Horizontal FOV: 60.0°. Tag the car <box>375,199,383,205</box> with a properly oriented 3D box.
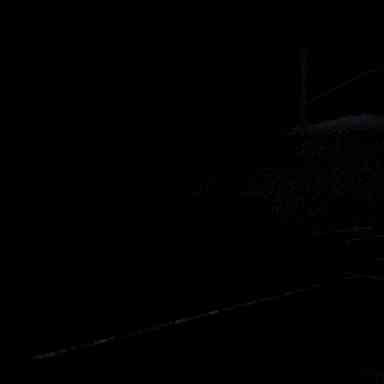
[{"bbox_3d":[42.760,2.211,73.097,1.970,1.475,3.806,1,0,-36],"label":"car"}]

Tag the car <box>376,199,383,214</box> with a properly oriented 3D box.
[{"bbox_3d":[22.744,1.500,36.351,1.905,1.878,3.866,1,0,-36],"label":"car"}]

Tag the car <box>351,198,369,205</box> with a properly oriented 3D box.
[{"bbox_3d":[40.839,2.232,80.859,1.845,1.501,3.633,1,0,-36],"label":"car"}]

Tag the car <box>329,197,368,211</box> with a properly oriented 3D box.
[{"bbox_3d":[20.810,1.556,44.655,1.932,1.855,4.605,1,0,-36],"label":"car"}]

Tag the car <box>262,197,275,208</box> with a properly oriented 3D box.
[{"bbox_3d":[9.324,1.683,48.717,2.007,1.523,4.514,1,0,-36],"label":"car"}]

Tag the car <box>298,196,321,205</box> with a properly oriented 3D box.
[{"bbox_3d":[23.570,1.706,68.074,1.905,1.878,3.866,1,0,-36],"label":"car"}]

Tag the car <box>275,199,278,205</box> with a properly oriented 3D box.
[{"bbox_3d":[13.191,1.646,60.592,2.152,1.636,5.027,1,0,-36],"label":"car"}]

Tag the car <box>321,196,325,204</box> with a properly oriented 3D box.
[{"bbox_3d":[25.686,1.757,70.107,1.932,1.855,4.605,1,0,-36],"label":"car"}]

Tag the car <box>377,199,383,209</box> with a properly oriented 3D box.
[{"bbox_3d":[31.329,1.889,51.360,2.007,1.523,4.514,1,0,-36],"label":"car"}]
